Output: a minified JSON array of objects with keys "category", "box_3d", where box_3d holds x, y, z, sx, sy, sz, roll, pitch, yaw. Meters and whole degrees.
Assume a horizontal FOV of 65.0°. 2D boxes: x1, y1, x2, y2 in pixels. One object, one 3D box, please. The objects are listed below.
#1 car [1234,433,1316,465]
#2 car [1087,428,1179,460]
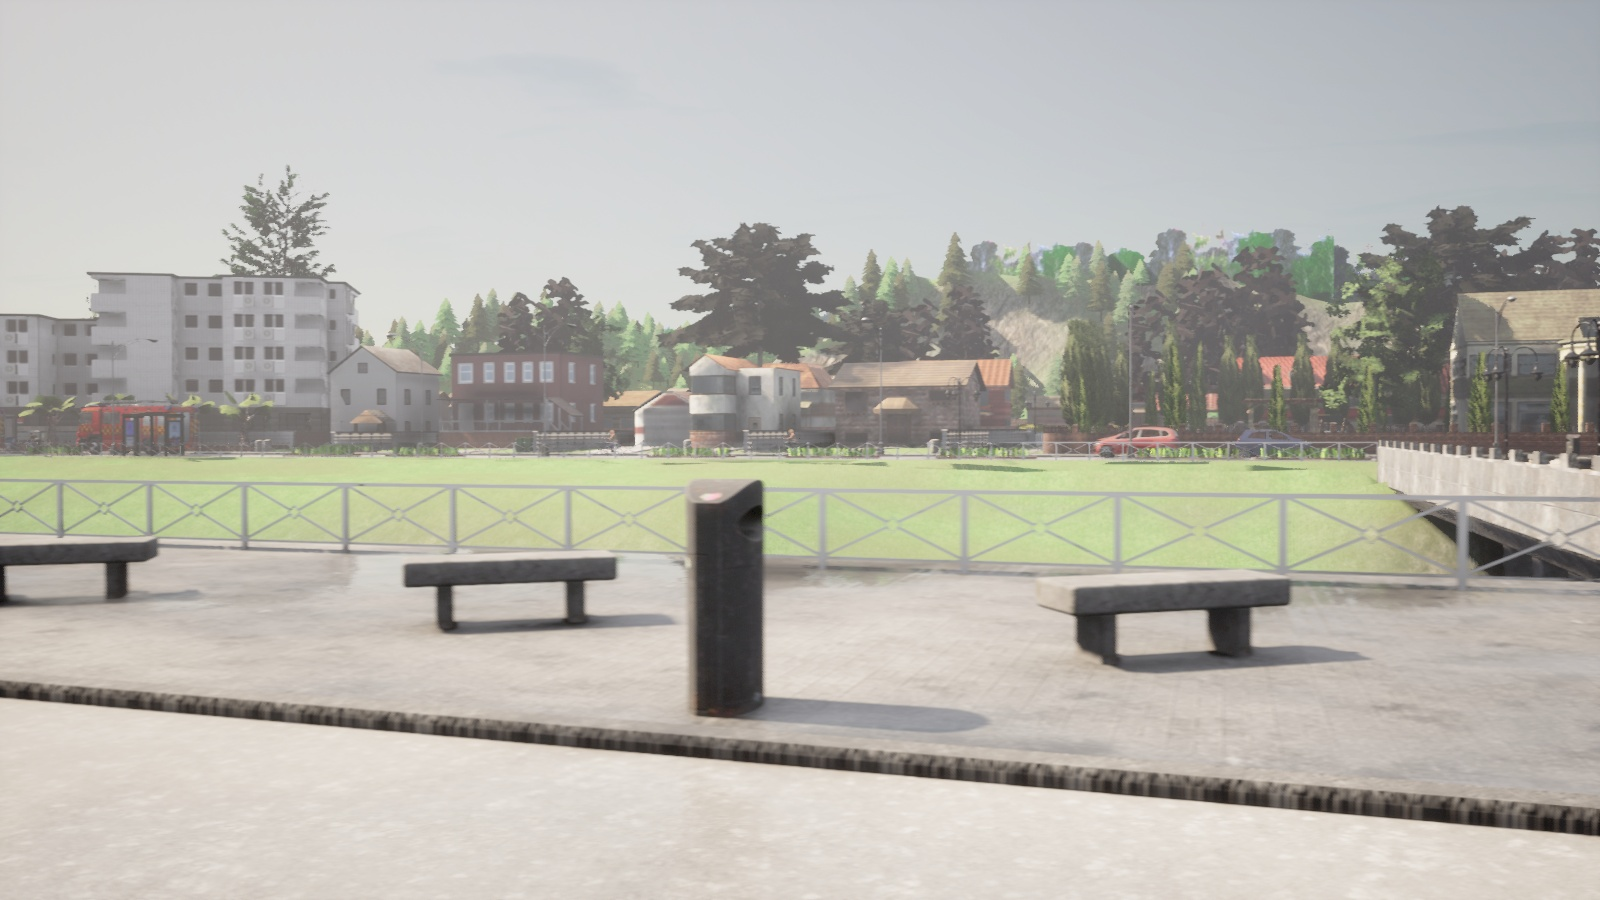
[{"category":"car","box_3d":[23.055,-0.050,61.039,3.633,1.501,1.845,1,1,19]},{"category":"car","box_3d":[17.776,-0.336,67.034,4.611,1.667,2.242,1,1,19]}]
